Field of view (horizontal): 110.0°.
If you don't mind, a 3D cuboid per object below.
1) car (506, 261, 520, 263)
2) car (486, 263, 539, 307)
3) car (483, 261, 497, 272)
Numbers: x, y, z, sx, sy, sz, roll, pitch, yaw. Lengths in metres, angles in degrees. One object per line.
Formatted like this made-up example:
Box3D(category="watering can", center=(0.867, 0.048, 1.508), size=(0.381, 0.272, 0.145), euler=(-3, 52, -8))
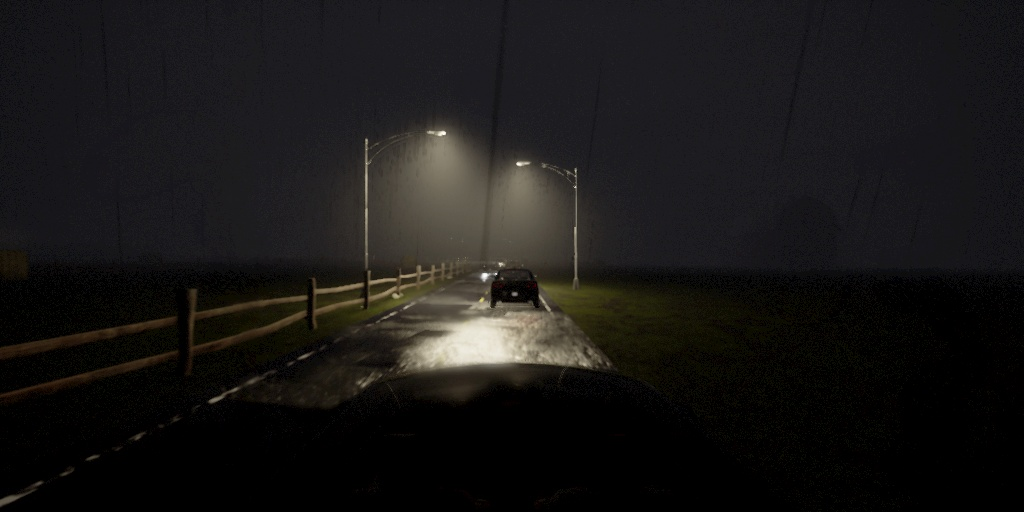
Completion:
Box3D(category="car", center=(0.111, 1.273, 36.107), size=(1.837, 1.490, 4.892), euler=(0, 0, 0))
Box3D(category="car", center=(0.104, 1.236, 15.544), size=(1.882, 1.535, 5.008), euler=(0, 0, 0))
Box3D(category="car", center=(-2.732, 1.374, 47.072), size=(1.895, 1.301, 4.718), euler=(0, 0, 0))
